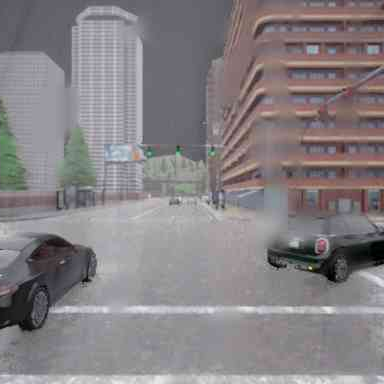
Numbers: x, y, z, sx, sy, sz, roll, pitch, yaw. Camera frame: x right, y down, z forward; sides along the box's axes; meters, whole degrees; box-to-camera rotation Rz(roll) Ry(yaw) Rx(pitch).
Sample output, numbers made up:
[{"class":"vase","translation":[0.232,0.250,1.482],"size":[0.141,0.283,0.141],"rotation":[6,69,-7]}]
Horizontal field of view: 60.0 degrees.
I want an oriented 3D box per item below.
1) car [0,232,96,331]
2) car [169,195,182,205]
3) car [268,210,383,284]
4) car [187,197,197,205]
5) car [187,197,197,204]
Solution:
[{"class":"car","translation":[-3.404,1.546,6.771],"size":[1.812,1.442,4.674],"rotation":[0,0,0]},{"class":"car","translation":[-3.408,1.781,65.588],"size":[2.128,1.511,4.902],"rotation":[0,0,0]},{"class":"car","translation":[4.433,1.363,9.912],"size":[4.553,1.767,2.097],"rotation":[-1,0,-34]},{"class":"car","translation":[-0.007,1.824,68.278],"size":[1.812,1.442,4.674],"rotation":[0,0,0]},{"class":"car","translation":[-0.008,1.847,77.277],"size":[2.128,1.511,4.902],"rotation":[0,0,0]}]
